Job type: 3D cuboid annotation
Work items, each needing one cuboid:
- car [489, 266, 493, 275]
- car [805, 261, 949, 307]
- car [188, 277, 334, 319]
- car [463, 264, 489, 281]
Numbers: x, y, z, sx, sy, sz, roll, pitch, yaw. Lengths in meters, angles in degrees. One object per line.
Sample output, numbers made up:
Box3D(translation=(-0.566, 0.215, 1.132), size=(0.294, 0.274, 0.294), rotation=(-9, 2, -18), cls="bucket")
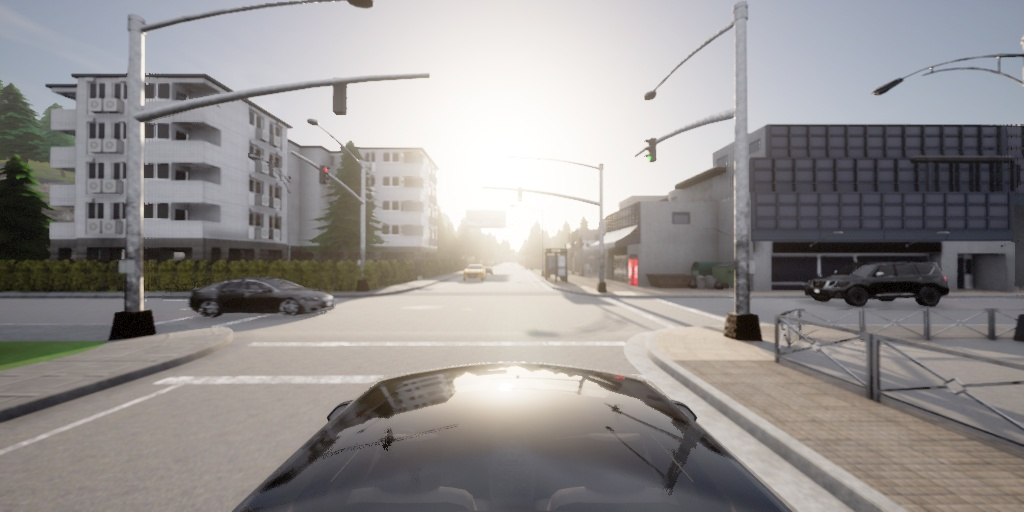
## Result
Box3D(translation=(-3.518, 1.764, 47.186), size=(1.994, 1.385, 4.181), rotation=(0, -1, 0), cls="car")
Box3D(translation=(17.531, 1.295, 17.384), size=(5.566, 2.045, 2.150), rotation=(-1, -1, 0), cls="car")
Box3D(translation=(-9.465, 1.569, 13.752), size=(4.902, 1.511, 2.128), rotation=(0, -1, 0), cls="car")
Box3D(translation=(-3.543, 1.553, 34.587), size=(1.882, 1.535, 5.008), rotation=(0, -1, 0), cls="car")
